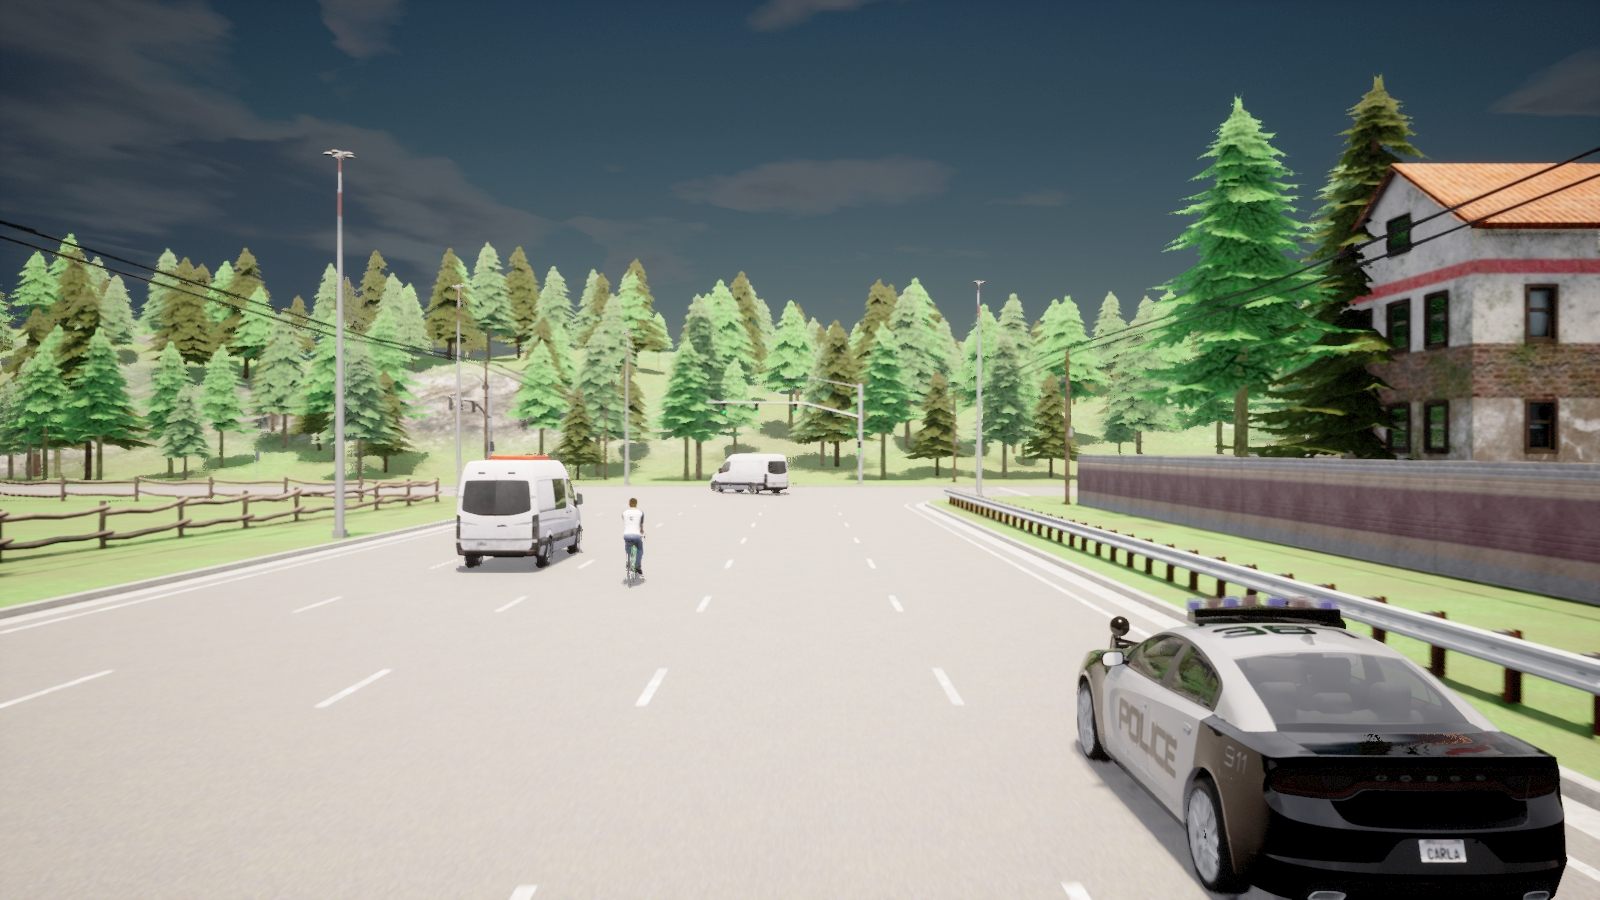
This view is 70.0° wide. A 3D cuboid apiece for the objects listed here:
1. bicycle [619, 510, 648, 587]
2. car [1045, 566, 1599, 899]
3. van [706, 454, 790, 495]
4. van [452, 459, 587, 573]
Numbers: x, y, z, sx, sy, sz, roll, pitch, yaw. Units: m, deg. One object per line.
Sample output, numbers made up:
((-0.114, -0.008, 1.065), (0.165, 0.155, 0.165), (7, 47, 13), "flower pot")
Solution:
((-3.498, 2.056, 24.104), (0.373, 1.496, 1.643), (0, 0, 0), "bicycle")
((3.501, 1.982, 8.811), (2.097, 1.638, 5.238), (0, 0, 0), "car")
((-3.379, 1.533, 73.254), (1.988, 2.561, 5.915), (1, -1, -43), "van")
((-6.992, 1.534, 29.179), (1.988, 2.561, 5.915), (0, 0, 0), "van")
